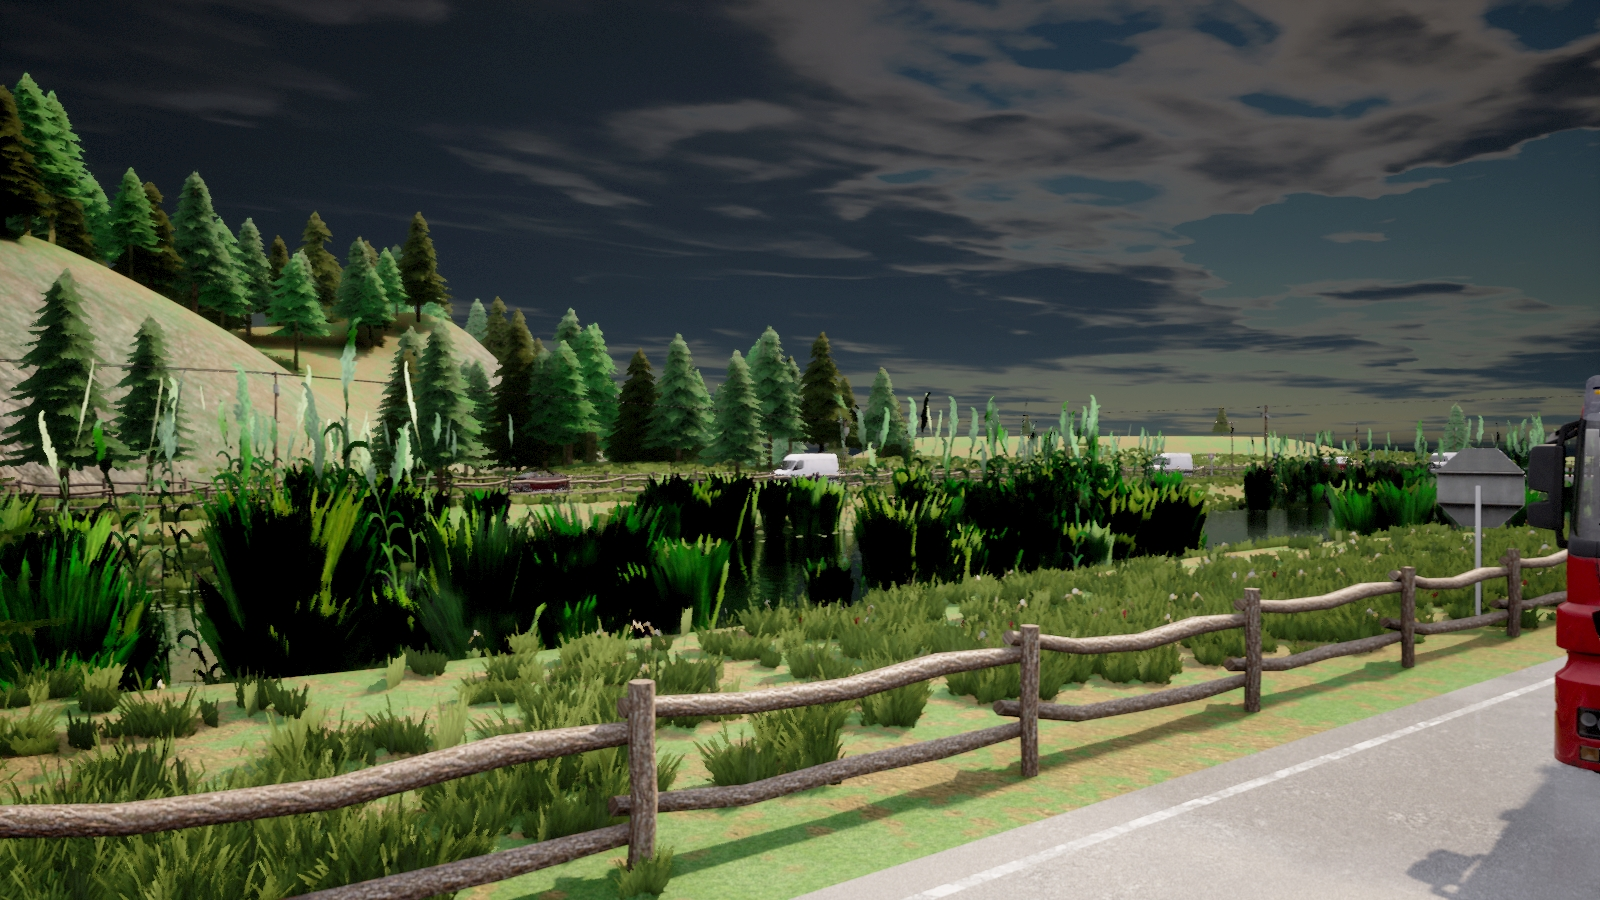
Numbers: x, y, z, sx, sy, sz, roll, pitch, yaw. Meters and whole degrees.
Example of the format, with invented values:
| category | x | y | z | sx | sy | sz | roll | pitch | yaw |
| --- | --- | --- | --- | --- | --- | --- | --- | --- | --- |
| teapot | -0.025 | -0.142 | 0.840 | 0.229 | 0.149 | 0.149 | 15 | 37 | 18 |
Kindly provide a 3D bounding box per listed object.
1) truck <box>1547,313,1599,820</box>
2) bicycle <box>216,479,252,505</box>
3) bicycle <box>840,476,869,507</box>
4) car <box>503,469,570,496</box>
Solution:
| category | x | y | z | sx | sy | sz | roll | pitch | yaw |
| --- | --- | --- | --- | --- | --- | --- | --- | --- | --- |
| truck | 9.691 | 0.864 | 11.003 | 2.891 | 3.827 | 8.468 | 0 | 1 | 42 |
| bicycle | -29.195 | 2.158 | 58.950 | 0.859 | 1.276 | 1.487 | 0 | 0 | 43 |
| bicycle | 2.680 | 2.033 | 56.066 | 1.643 | 1.496 | 0.373 | 0 | 0 | -43 |
| car | -16.621 | 2.028 | 72.067 | 3.705 | 1.549 | 1.789 | 0 | 0 | -44 |
